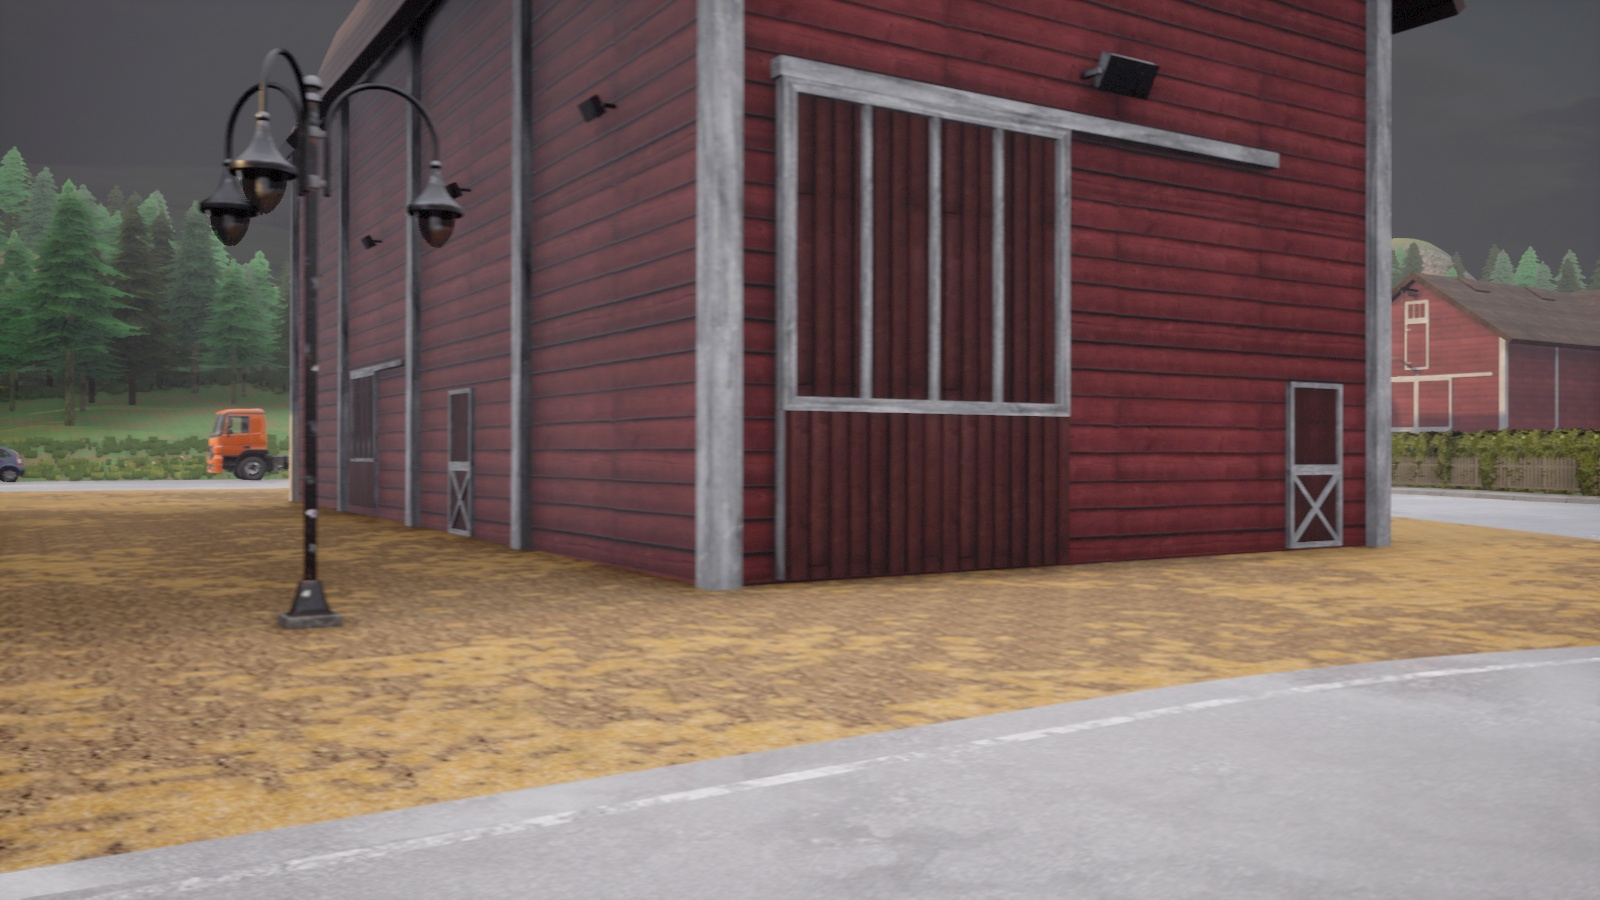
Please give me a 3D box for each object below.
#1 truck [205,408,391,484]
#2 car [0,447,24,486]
[{"bbox_3d":[-23.983,-0.181,60.159,7.936,3.462,2.891,0,0,-31],"label":"truck"},{"bbox_3d":[-35.290,0.706,53.269,3.988,1.617,1.851,0,0,-31],"label":"car"}]
